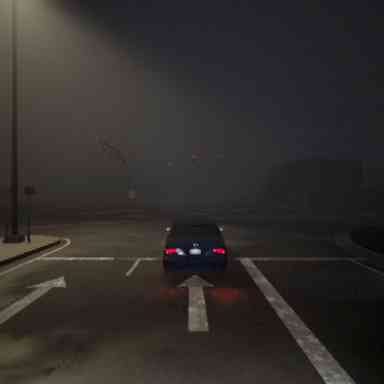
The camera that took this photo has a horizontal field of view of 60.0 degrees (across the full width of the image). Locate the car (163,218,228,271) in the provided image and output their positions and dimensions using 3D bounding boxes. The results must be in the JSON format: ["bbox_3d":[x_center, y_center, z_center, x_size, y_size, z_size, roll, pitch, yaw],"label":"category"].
[{"bbox_3d":[0.091,1.557,10.943,2.033,1.411,5.357,0,0,0],"label":"car"}]
